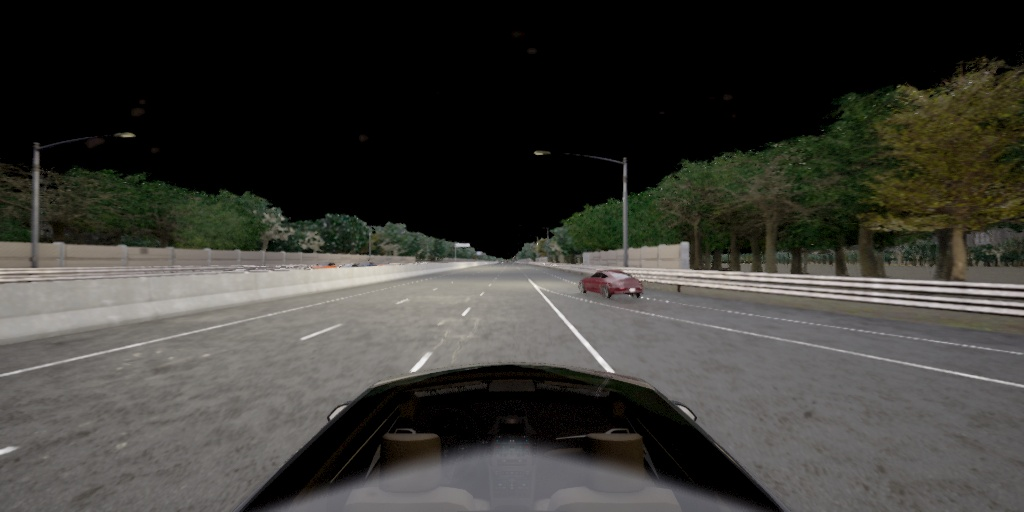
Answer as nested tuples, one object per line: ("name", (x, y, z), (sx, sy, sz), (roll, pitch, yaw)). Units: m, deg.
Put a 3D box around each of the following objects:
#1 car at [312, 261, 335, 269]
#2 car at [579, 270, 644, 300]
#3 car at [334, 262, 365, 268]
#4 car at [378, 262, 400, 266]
("car", (-28.038, 1.710, 53.920), (2.097, 1.767, 4.553), (0, -1, 0))
("car", (5.267, 1.479, 19.427), (1.812, 1.442, 4.674), (0, -1, -13))
("car", (-24.537, 1.890, 54.474), (1.812, 1.442, 4.674), (0, -1, 0))
("car", (-17.561, 1.823, 52.898), (1.882, 1.535, 5.008), (0, -1, 0))
